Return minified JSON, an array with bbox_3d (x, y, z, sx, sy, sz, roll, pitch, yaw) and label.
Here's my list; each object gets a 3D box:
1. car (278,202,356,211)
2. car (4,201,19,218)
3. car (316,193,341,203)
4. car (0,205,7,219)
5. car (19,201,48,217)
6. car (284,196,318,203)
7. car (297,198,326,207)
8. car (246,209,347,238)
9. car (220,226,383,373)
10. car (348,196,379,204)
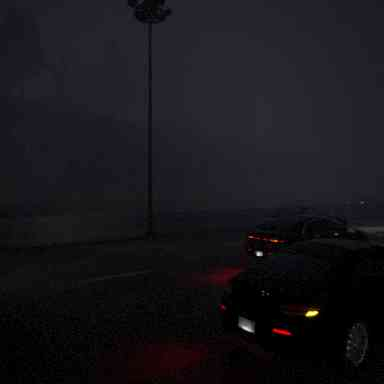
[{"bbox_3d":[5.746,1.482,16.478,4.902,1.511,2.128,0,0,-36],"label":"car"},{"bbox_3d":[-15.158,1.516,23.275,4.892,1.490,1.837,1,0,-36],"label":"car"},{"bbox_3d":[19.098,1.192,47.787,5.566,2.045,2.150,0,0,-35],"label":"car"},{"bbox_3d":[-13.995,1.610,19.804,4.718,1.301,1.895,0,0,-36],"label":"car"},{"bbox_3d":[-14.763,1.486,27.864,5.008,1.535,1.882,0,0,-36],"label":"car"},{"bbox_3d":[11.931,1.486,38.363,4.892,1.490,1.837,1,0,-35],"label":"car"},{"bbox_3d":[18.692,1.570,51.798,4.718,1.301,1.895,0,0,-35],"label":"car"},{"bbox_3d":[3.857,1.499,10.819,4.892,1.490,1.837,0,0,-36],"label":"car"},{"bbox_3d":[2.568,1.522,5.590,4.674,1.442,1.812,0,0,-36],"label":"car"},{"bbox_3d":[20.851,1.321,40.442,4.553,1.767,2.097,0,0,-35],"label":"car"}]
